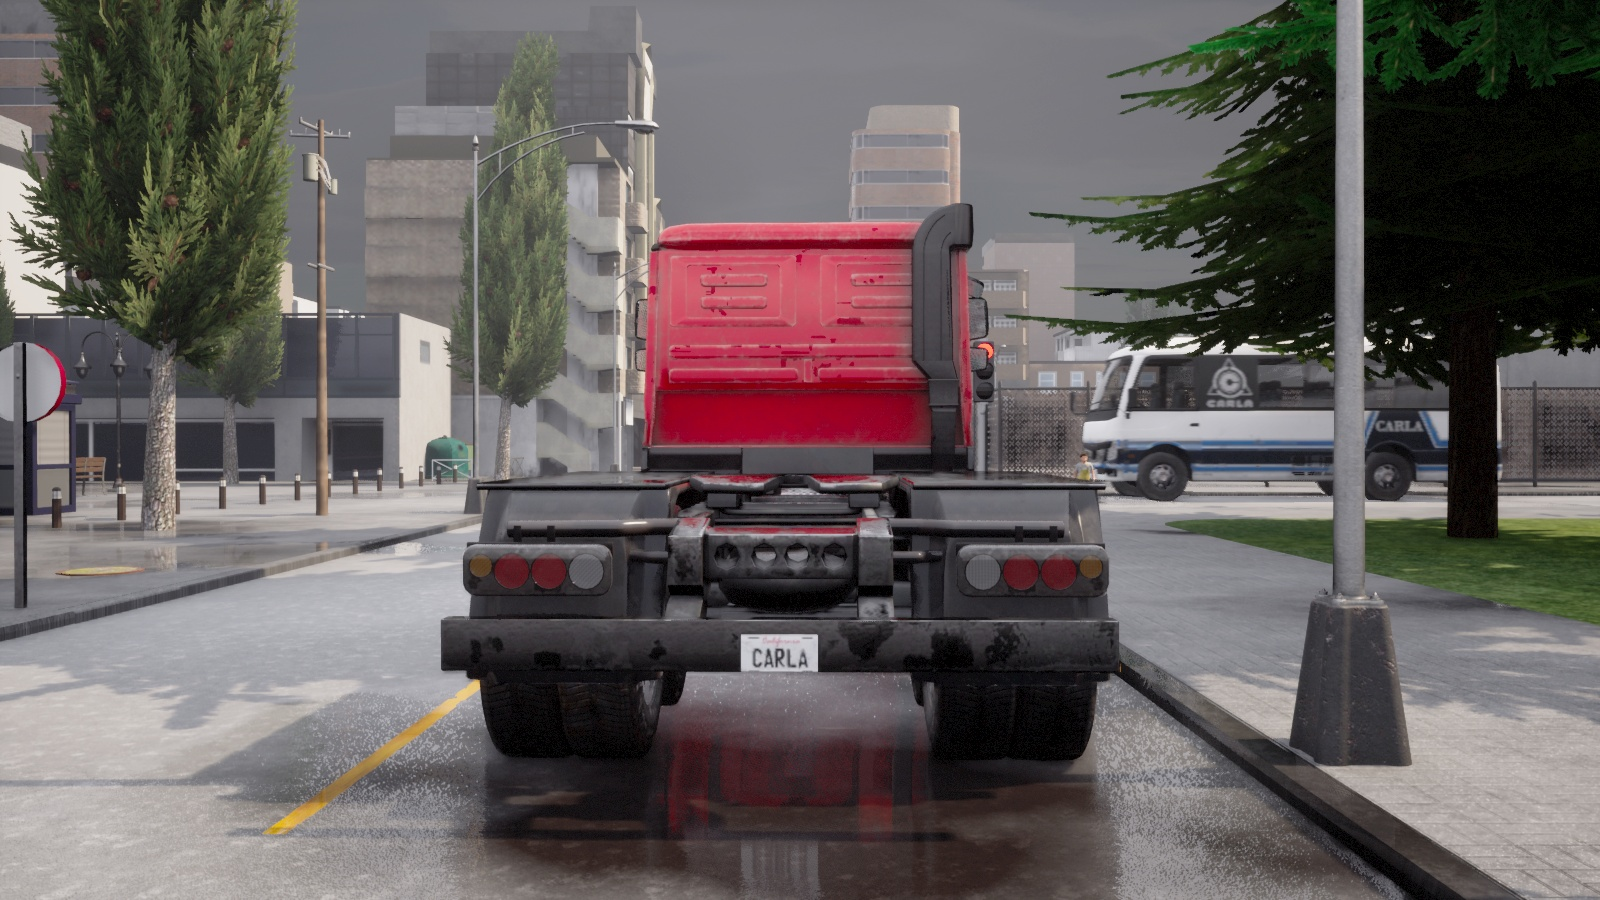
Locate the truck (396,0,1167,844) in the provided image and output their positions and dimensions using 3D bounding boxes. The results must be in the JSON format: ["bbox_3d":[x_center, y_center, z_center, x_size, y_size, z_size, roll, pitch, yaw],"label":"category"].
[{"bbox_3d":[0.020,-0.284,8.679,2.891,3.462,7.936,0,0,1],"label":"truck"}]

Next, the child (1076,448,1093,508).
[{"bbox_3d":[6.030,0.592,26.603,0.270,1.263,0.437,0,0,1],"label":"child"}]

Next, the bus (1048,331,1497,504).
[{"bbox_3d":[12.033,-0.806,32.921,10.273,4.253,3.944,0,0,0],"label":"bus"}]
